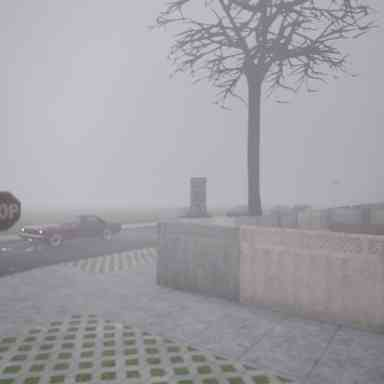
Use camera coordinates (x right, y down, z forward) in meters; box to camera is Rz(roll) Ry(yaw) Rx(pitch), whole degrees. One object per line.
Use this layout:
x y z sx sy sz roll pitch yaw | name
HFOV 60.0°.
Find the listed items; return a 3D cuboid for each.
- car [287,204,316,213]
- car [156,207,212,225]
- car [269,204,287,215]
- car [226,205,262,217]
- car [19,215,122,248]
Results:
12.774 2.117 37.664 1.837 1.490 4.892 0 -1 35 | car
-0.475 1.827 23.952 1.882 1.535 5.008 0 -1 35 | car
10.805 2.187 39.922 1.994 1.385 4.181 0 -1 36 | car
5.011 1.961 31.733 1.882 1.535 5.008 0 -1 35 | car
-5.817 1.819 16.355 1.895 1.301 4.718 0 -1 35 | car
